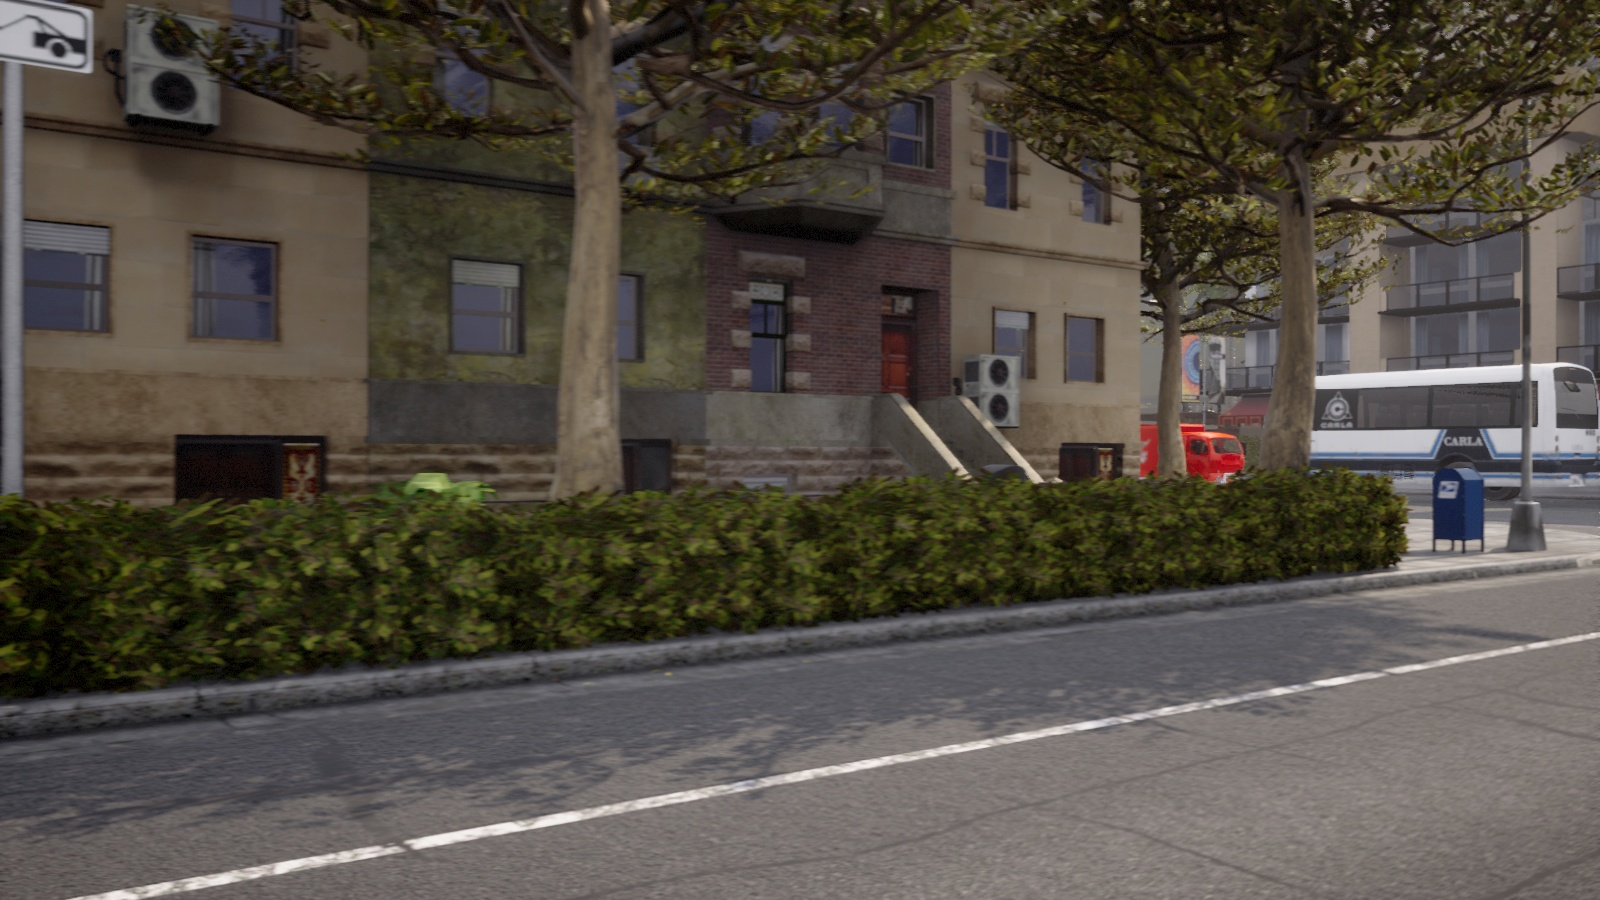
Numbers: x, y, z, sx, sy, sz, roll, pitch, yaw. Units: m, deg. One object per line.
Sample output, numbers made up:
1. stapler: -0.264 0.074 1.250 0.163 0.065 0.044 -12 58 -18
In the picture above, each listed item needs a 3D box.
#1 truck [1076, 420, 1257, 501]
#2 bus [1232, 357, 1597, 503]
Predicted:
1. truck: 11.915 0.334 41.188 2.627 2.467 5.204 0 0 -35
2. bus: 20.015 -0.571 41.833 3.944 4.253 10.273 0 0 -35
